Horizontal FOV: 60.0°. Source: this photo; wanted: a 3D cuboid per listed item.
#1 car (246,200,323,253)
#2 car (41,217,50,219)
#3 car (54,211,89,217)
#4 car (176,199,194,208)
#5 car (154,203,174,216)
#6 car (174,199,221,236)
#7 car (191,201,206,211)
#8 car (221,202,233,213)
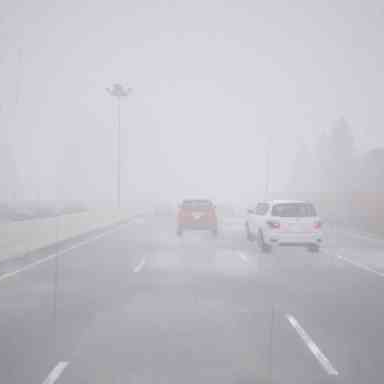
[{"bbox_3d":[3.742,1.348,14.387,2.150,2.045,5.566,0,0,1],"label":"car"},{"bbox_3d":[-13.694,1.811,29.242,2.033,1.411,5.357,0,-1,1],"label":"car"},{"bbox_3d":[-10.201,1.824,28.880,1.994,1.385,4.181,0,-1,1],"label":"car"},{"bbox_3d":[-1.219,1.999,57.848,2.128,1.511,4.902,0,-1,11],"label":"car"},{"bbox_3d":[-3.005,1.889,36.934,1.994,1.385,4.181,0,-1,1],"label":"car"},{"bbox_3d":[0.301,1.396,19.734,2.150,2.045,5.566,0,0,1],"label":"car"},{"bbox_3d":[0.968,2.037,49.768,1.895,1.301,4.718,0,0,5],"label":"car"},{"bbox_3d":[4.126,1.933,42.192,1.994,1.385,4.181,0,0,2],"label":"car"}]
